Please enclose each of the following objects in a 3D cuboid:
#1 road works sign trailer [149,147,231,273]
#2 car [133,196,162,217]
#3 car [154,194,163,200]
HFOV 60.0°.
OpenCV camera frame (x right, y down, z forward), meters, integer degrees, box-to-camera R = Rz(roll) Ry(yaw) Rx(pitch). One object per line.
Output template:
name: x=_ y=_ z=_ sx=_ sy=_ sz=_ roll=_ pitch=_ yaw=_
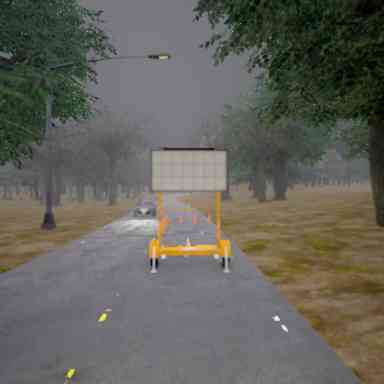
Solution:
road works sign trailer: x=-0.090 y=0.401 z=10.495 sx=2.380 sy=3.560 sz=2.880 roll=0 pitch=0 yaw=-2
car: x=-3.995 y=1.339 z=29.033 sx=2.128 sy=1.511 sz=4.902 roll=0 pitch=0 yaw=-3
car: x=-7.123 y=1.123 z=69.198 sx=2.097 sy=1.767 sz=4.553 roll=0 pitch=0 yaw=-5
